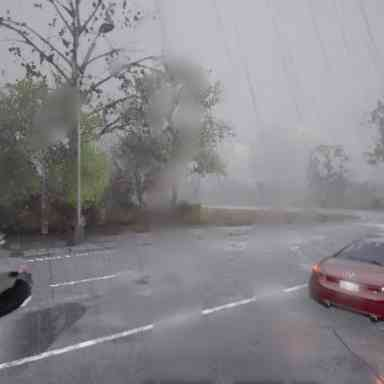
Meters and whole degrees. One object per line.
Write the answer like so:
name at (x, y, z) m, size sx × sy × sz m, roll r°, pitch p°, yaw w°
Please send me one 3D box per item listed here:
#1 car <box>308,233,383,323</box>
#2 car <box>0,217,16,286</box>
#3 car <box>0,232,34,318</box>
car at (4.275, 1.534, 6.716) m, size 4.181 × 1.385 × 1.994 m, roll 0°, pitch 0°, yaw -35°
car at (-6.940, 1.497, 7.619) m, size 4.902 × 1.511 × 2.128 m, roll 0°, pitch 0°, yaw -35°
car at (-4.962, 1.497, 4.731) m, size 4.902 × 1.511 × 2.128 m, roll 0°, pitch 0°, yaw -35°
